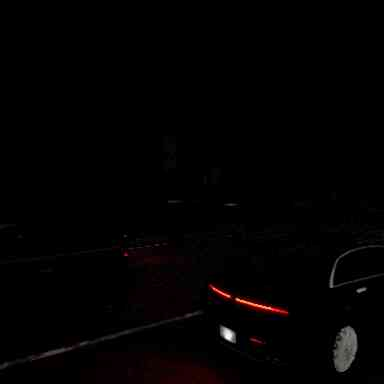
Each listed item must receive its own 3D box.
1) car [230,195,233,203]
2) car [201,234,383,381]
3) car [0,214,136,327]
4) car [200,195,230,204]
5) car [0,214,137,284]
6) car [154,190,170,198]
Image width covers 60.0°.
[{"bbox_3d":[7.161,0.948,49.190,1.882,1.535,5.008,-1,1,-39],"label":"car"},{"bbox_3d":[2.404,1.455,5.452,4.892,1.490,1.837,-1,0,-36],"label":"car"},{"bbox_3d":[-3.383,1.347,5.876,4.553,1.767,2.097,-1,0,-35],"label":"car"},{"bbox_3d":[3.021,1.096,48.765,1.994,1.385,4.181,-1,1,-39],"label":"car"},{"bbox_3d":[-4.135,1.506,9.637,4.674,1.442,1.812,-1,0,-35],"label":"car"},{"bbox_3d":[-6.606,0.696,66.522,2.150,2.045,5.566,-1,1,-39],"label":"car"}]
